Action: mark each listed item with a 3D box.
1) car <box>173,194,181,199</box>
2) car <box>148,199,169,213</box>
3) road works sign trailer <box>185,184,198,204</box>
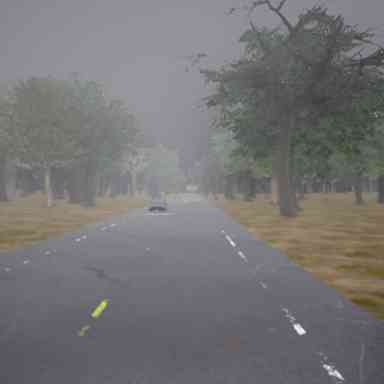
[{"bbox_3d":[-3.513,1.169,78.427,1.812,1.442,4.674,0,0,0],"label":"car"},{"bbox_3d":[-3.603,1.463,36.729,2.033,1.411,5.357,0,0,0],"label":"car"},{"bbox_3d":[-0.026,0.331,61.996,2.380,3.560,2.880,0,0,0],"label":"road works sign trailer"}]
